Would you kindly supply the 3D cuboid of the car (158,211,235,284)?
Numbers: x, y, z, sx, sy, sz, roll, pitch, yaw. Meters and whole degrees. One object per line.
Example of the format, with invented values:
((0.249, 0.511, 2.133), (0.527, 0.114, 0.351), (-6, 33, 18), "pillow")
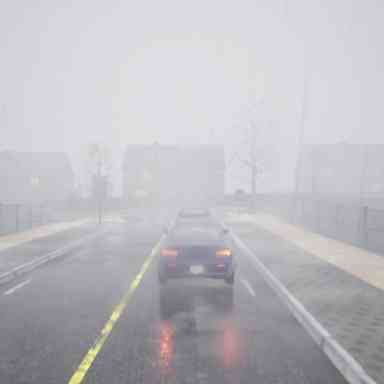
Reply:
((0.099, 1.486, 9.369), (1.812, 1.442, 4.674), (0, 0, 0), "car")

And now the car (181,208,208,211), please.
((0.140, 1.529, 18.676), (1.895, 1.301, 4.718), (0, 0, 2), "car")
